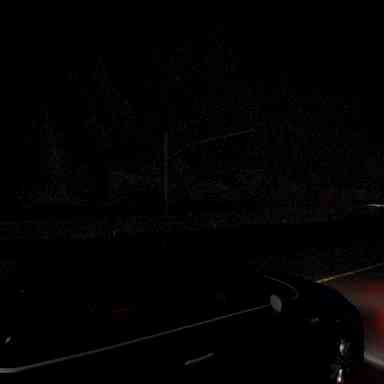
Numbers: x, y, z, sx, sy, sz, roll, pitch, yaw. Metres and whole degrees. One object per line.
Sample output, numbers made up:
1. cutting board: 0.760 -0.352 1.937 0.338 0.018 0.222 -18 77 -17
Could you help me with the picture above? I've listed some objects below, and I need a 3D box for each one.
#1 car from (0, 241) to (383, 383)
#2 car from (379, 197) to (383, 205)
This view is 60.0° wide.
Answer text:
1. car: -0.078 1.351 3.692 4.553 1.767 2.097 0 0 -36
2. car: 31.664 1.243 53.045 4.892 1.490 1.837 0 0 -36
